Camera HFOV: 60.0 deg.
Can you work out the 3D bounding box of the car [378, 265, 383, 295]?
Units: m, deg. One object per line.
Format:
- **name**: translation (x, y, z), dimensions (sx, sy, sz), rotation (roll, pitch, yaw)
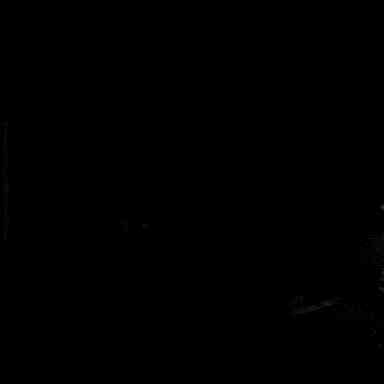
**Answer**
- **car**: translation (5.993, 1.543, 7.331), dimensions (4.674, 1.442, 1.812), rotation (0, 0, -35)
